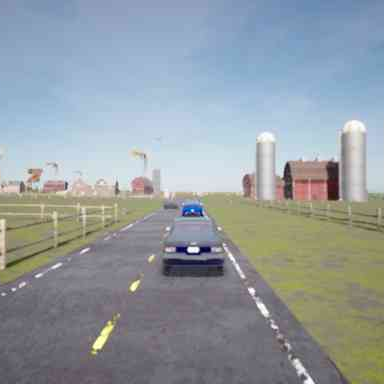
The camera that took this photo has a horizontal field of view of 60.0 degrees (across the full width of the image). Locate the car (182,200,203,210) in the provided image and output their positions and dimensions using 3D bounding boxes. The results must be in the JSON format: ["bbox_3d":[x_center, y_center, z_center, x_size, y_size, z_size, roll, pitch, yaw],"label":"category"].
[{"bbox_3d":[0.051,1.529,32.836,1.882,1.535,5.008,0,0,0],"label":"car"}]

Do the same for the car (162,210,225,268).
[{"bbox_3d":[0.051,1.565,11.258,2.033,1.411,5.357,0,0,0],"label":"car"}]

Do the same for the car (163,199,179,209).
[{"bbox_3d":[-2.891,1.638,46.058,1.994,1.385,4.181,0,0,0],"label":"car"}]
